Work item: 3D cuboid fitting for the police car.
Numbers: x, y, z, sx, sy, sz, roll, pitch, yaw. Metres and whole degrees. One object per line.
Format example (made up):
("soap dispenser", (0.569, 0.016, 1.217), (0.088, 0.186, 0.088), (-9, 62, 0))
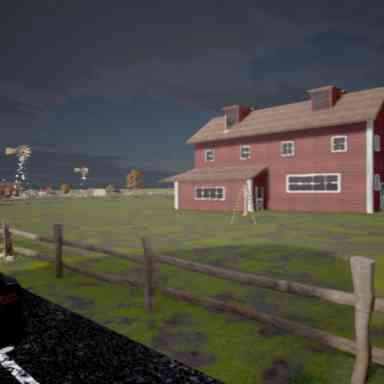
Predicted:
("police car", (-4.488, 1.457, 5.305), (5.238, 1.638, 1.930), (-1, 0, 42))
